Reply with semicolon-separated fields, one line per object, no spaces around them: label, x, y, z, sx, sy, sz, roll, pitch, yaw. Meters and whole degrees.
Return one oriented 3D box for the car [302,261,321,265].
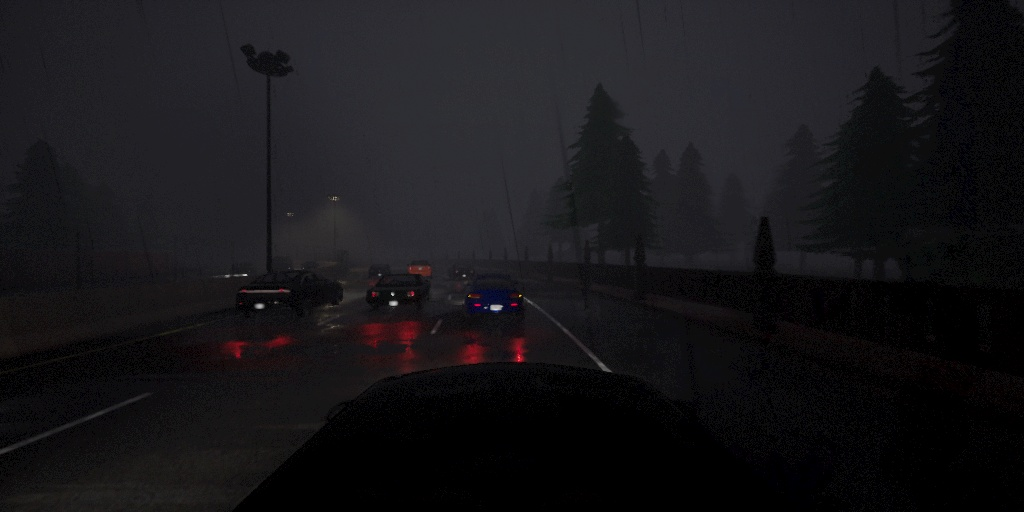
car;-24.004;1.363;42.948;1.812;1.442;4.674;0;0;-26

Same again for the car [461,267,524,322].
car;-0.679;1.277;12.326;1.812;1.442;4.674;0;0;-6

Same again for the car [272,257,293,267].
car;-29.336;1.080;45.732;2.150;2.045;5.566;0;0;-28

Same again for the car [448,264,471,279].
car;-4.645;1.366;32.306;1.895;1.301;4.718;0;0;-16

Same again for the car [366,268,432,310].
car;-4.437;1.367;14.763;1.895;1.301;4.718;0;0;-8

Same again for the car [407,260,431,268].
car;-8.560;1.132;32.993;2.097;1.767;4.553;0;0;-17

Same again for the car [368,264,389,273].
car;-12.670;1.396;34.415;1.895;1.301;4.718;0;0;-19

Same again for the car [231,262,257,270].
car;-31.401;1.430;42.121;1.994;1.385;4.181;0;0;-28

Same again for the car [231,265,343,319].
car;-7.780;1.270;13.047;2.128;1.511;4.902;0;0;-7
